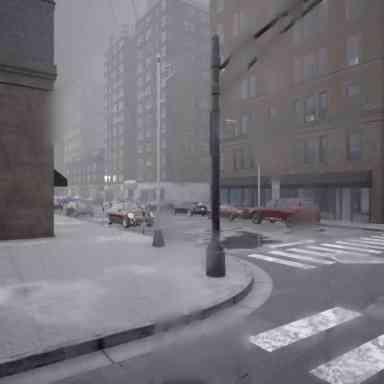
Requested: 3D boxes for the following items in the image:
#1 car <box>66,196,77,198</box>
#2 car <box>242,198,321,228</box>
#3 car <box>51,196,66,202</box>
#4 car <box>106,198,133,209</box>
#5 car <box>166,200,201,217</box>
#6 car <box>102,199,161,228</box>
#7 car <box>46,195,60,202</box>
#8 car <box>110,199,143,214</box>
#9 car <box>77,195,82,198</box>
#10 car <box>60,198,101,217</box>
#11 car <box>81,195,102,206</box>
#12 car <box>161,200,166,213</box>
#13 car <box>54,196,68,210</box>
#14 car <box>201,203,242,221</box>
[{"bbox_3d":[-22.025,1.424,57.388,1.882,1.535,5.008,0,-1,-35],"label":"car"},{"bbox_3d":[6.084,1.309,22.193,2.192,1.841,5.009,0,0,-35],"label":"car"},{"bbox_3d":[-28.853,1.478,71.905,2.008,1.369,4.403,0,0,-35],"label":"car"},{"bbox_3d":[-9.797,1.532,44.789,1.947,1.339,4.313,0,0,-35],"label":"car"},{"bbox_3d":[-0.269,1.550,31.231,1.947,1.339,4.313,0,0,-35],"label":"car"},{"bbox_3d":[-4.054,1.430,21.789,1.967,1.590,4.097,0,0,-35],"label":"car"},{"bbox_3d":[-32.029,1.471,76.424,2.008,1.369,4.403,0,0,-35],"label":"car"},{"bbox_3d":[-7.279,1.501,36.411,1.812,1.442,4.674,0,0,-35],"label":"car"},{"bbox_3d":[-19.933,1.298,59.656,2.097,1.767,4.553,0,0,-35],"label":"car"},{"bbox_3d":[-10.407,1.530,30.830,2.008,1.369,4.403,0,0,-35],"label":"car"},{"bbox_3d":[-15.899,1.457,53.972,1.837,1.490,4.892,0,0,-35],"label":"car"},{"bbox_3d":[-3.445,1.529,35.751,2.008,1.369,4.403,0,0,-35],"label":"car"},{"bbox_3d":[-16.761,1.512,39.871,1.887,1.381,4.507,0,0,-35],"label":"car"},{"bbox_3d":[2.907,1.571,26.712,1.802,1.307,4.206,0,0,-35],"label":"car"}]
